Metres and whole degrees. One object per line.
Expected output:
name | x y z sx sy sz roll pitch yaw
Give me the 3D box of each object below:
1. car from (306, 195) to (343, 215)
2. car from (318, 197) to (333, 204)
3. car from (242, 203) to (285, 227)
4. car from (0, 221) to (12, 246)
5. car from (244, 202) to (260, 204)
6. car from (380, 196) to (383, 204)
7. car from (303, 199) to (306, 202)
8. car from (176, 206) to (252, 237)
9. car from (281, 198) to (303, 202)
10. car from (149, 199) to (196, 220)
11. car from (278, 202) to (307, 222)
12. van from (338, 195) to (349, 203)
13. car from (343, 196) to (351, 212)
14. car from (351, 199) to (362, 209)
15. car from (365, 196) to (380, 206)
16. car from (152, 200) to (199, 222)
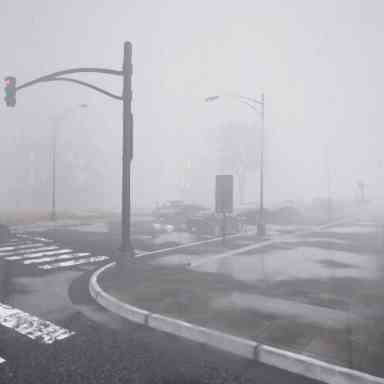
car | 15.112 1.569 37.821 2.192 1.841 5.009 1 0 36
car | 28.003 1.849 69.672 1.947 1.339 4.313 1 0 36
car | 4.658 1.737 23.518 1.947 1.339 4.313 1 0 36
car | -9.329 1.565 12.943 1.994 1.385 4.181 0 0 23
car | 6.417 1.731 35.895 1.895 1.301 4.718 1 0 36
car | 41.333 1.783 73.660 2.192 1.841 5.009 1 0 36
car | 18.044 1.726 56.114 1.752 1.417 4.829 1 0 36
car | 1.413 1.696 19.100 2.008 1.369 4.403 1 0 36
car | 12.802 1.708 44.510 1.812 1.442 4.674 1 0 37
car | -1.675 1.481 29.485 1.967 1.590 4.097 1 0 36
car | 7.902 1.779 27.935 1.802 1.307 4.206 1 0 36
van | 37.864 1.706 83.093 1.690 1.788 3.998 1 0 36
car | 18.370 1.720 42.315 1.967 1.590 4.097 1 0 36
car | 24.900 1.773 51.291 1.967 1.590 4.097 1 0 36
car | 34.859 1.940 64.849 1.752 1.417 4.829 1 0 36
car | -0.598 1.622 26.355 2.033 1.411 5.357 1 0 36
